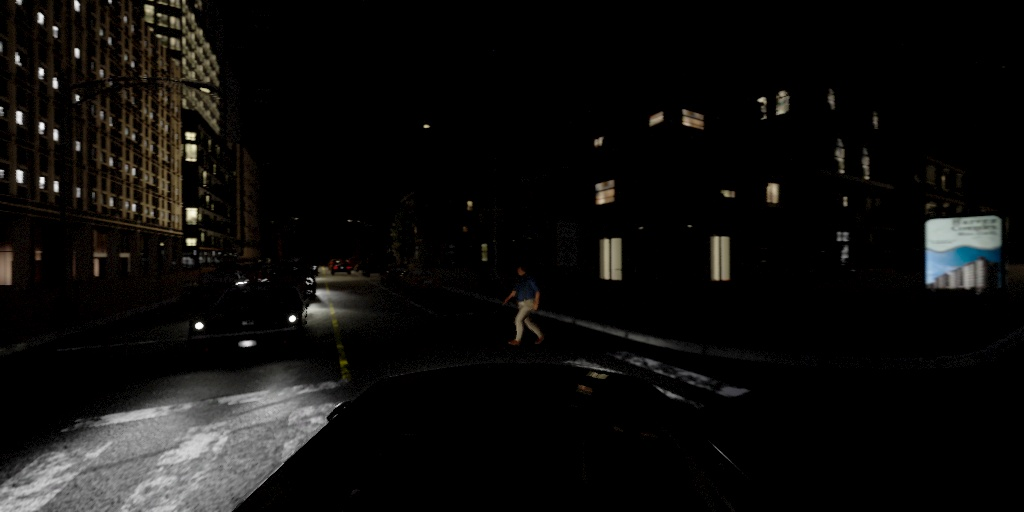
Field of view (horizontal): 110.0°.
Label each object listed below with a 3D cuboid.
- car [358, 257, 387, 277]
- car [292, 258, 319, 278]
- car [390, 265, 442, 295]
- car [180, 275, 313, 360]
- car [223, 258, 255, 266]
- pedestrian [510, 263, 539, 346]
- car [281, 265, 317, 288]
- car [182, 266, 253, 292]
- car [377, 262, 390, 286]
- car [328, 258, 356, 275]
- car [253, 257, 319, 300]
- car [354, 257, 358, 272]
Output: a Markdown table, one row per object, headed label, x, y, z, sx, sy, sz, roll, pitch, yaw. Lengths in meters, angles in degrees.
| label | x | y | z | sx | sy | sz | roll | pitch | yaw |
| --- | --- | --- | --- | --- | --- | --- | --- | --- | --- |
| car | -12.886 | 0.999 | 33.858 | 2.192 | 1.841 | 5.009 | 0 | 0 | -28 |
| car | -19.546 | 1.074 | 34.105 | 2.097 | 1.767 | 4.553 | 0 | 0 | -28 |
| car | -5.143 | 1.219 | 19.355 | 1.751 | 1.417 | 4.829 | 0 | 0 | -28 |
| car | -6.030 | 1.339 | 8.711 | 1.895 | 1.301 | 4.718 | 0 | 0 | -28 |
| car | -15.065 | 1.061 | 20.145 | 2.192 | 1.841 | 5.009 | 0 | 0 | -28 |
| pedestrian | 0.270 | 1.001 | 7.672 | 0.375 | 1.860 | 0.375 | 0 | 0 | -28 |
| car | -14.511 | 1.328 | 24.609 | 1.895 | 1.301 | 4.718 | 0 | 0 | -28 |
| car | -12.457 | 1.300 | 15.260 | 2.007 | 1.370 | 4.403 | 0 | 0 | -28 |
| car | -7.671 | 1.272 | 24.090 | 1.802 | 1.307 | 4.207 | 0 | 0 | -28 |
| car | -18.372 | 1.248 | 38.529 | 2.033 | 1.411 | 5.357 | 0 | 0 | -28 |
| car | -10.293 | 1.085 | 16.694 | 2.097 | 1.767 | 4.553 | 0 | 0 | -28 |
| car | -18.182 | 1.207 | 43.777 | 1.751 | 1.417 | 4.829 | 0 | 0 | -28 |
